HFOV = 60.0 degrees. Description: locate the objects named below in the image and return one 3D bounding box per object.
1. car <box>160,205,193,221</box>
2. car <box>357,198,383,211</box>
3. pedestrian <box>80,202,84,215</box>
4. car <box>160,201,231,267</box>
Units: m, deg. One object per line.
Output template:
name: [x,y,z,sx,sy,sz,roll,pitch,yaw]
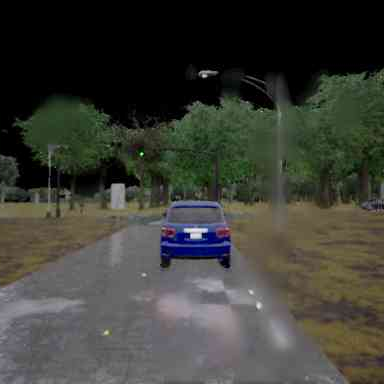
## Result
car: [-1.576,1.928,31.890,1.895,1.301,4.718,0,-1,-18]
car: [23.201,1.584,41.547,4.892,1.490,1.837,-1,-3,0]
pedestrian: [-15.067,2.171,45.501,0.375,1.860,0.375,0,-2,0]
car: [0.106,1.342,12.020,2.150,2.045,5.566,0,0,0]
